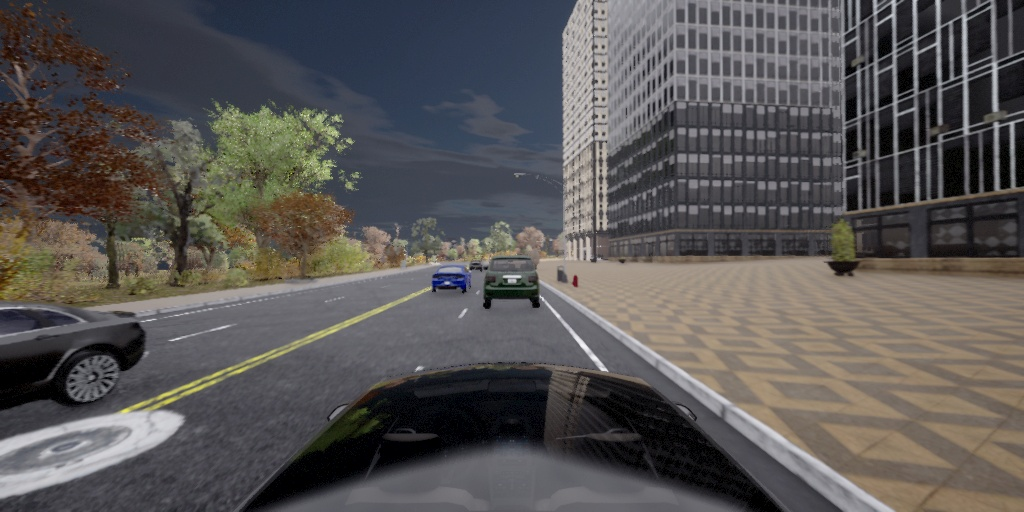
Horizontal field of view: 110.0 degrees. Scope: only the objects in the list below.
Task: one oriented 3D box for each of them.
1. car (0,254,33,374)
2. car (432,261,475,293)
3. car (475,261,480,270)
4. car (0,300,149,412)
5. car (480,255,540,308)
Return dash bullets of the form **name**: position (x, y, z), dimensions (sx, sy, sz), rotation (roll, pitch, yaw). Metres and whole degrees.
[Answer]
- **car**: position (-9.841, 0.990, 3.771), dimensions (2.150, 2.045, 5.566), rotation (0, 0, 0)
- **car**: position (-3.477, 1.270, 21.355), dimensions (1.882, 1.535, 5.008), rotation (0, 0, -2)
- **car**: position (-5.086, 1.389, 50.705), dimensions (1.837, 1.490, 4.892), rotation (0, 0, -4)
- **car**: position (-6.593, 1.254, 3.483), dimensions (2.128, 1.511, 4.902), rotation (0, 0, 0)
- **car**: position (-0.061, 0.996, 15.640), dimensions (2.150, 2.045, 5.566), rotation (0, 0, -1)
